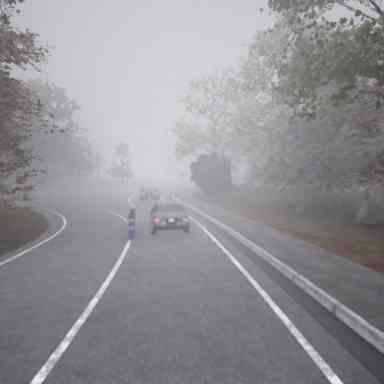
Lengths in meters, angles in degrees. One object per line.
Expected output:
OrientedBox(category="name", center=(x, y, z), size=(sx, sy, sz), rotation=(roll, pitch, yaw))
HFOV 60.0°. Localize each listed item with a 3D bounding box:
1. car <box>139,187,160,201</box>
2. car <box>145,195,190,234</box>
OrientedBox(category="car", center=(-4.329, 0.137, 33.368), size=(1.895, 1.301, 4.718), rotation=(-1, 5, -10))
OrientedBox(category="car", center=(-1.219, 1.170, 16.980), size=(2.033, 1.411, 5.357), rotation=(-1, 3, -7))
